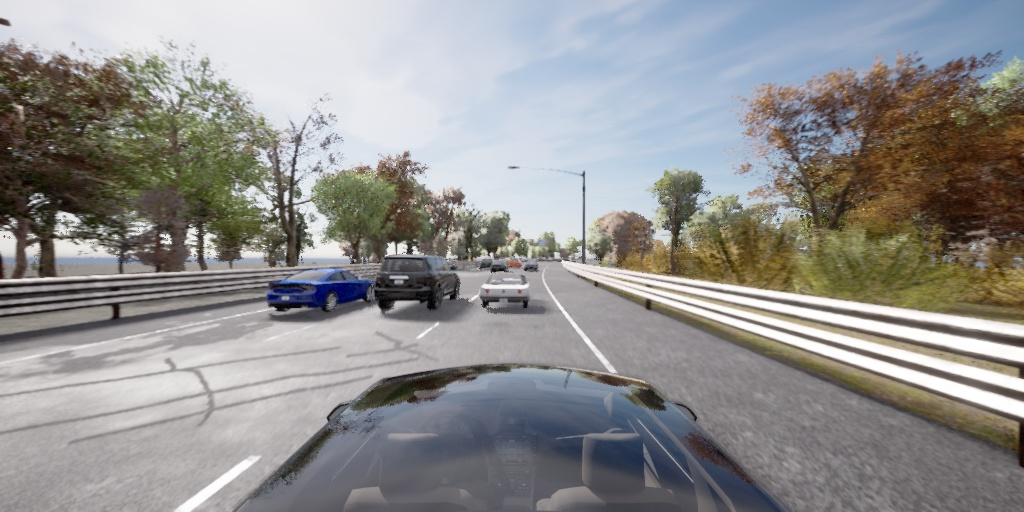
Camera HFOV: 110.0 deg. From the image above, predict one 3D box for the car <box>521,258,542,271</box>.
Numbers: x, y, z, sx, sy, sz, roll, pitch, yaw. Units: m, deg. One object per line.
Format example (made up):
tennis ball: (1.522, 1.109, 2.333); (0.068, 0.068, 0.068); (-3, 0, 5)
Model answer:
car: (2.882, 1.414, 52.232); (2.033, 1.411, 5.357); (0, 0, 6)

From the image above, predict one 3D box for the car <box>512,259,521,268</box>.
car: (0.626, 1.241, 63.453); (2.097, 1.767, 4.553); (0, 0, 7)

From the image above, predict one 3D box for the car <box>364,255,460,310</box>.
car: (-3.708, 0.984, 14.935); (2.150, 2.045, 5.566); (0, 0, 3)

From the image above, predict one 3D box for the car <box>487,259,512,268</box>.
car: (-1.479, 1.340, 43.763); (1.837, 1.490, 4.892); (0, 0, 5)

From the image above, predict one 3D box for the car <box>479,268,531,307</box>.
car: (-0.173, 1.375, 15.635); (1.895, 1.301, 4.718); (0, 0, 3)

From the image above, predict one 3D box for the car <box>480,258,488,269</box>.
car: (-3.647, 1.211, 56.992); (2.097, 1.767, 4.553); (0, 0, 6)

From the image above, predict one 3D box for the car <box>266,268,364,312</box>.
car: (-7.244, 1.227, 14.166); (1.882, 1.535, 5.008); (0, 0, 3)
